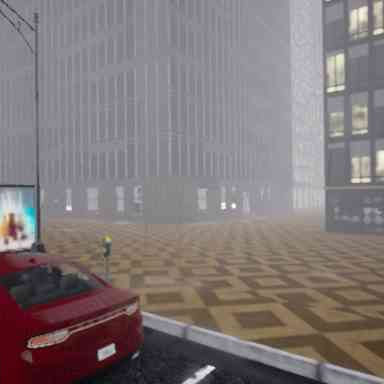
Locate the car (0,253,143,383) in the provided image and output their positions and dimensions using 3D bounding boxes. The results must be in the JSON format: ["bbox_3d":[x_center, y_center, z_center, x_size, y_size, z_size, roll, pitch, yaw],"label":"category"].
[{"bbox_3d":[-2.721,1.569,4.825,4.507,1.381,1.887,0,-1,36],"label":"car"}]
